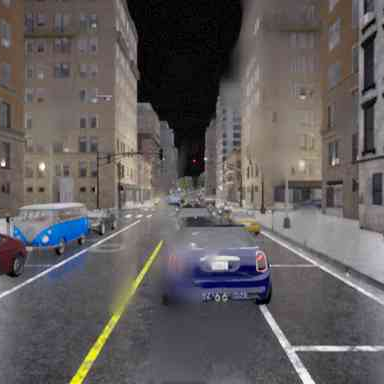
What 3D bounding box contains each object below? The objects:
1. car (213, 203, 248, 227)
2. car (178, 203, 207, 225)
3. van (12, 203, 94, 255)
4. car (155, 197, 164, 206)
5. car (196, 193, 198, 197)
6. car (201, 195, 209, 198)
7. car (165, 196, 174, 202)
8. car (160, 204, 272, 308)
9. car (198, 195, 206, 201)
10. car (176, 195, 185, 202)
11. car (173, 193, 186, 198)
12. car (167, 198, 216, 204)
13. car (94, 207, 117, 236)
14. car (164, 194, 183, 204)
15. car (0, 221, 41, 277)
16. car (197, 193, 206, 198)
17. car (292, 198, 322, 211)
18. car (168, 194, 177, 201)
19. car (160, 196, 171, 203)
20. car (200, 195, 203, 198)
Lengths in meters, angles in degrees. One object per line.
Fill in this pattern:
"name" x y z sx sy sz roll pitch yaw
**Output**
"car" 2.669 1.560 23.833 2.008 1.369 4.403 0 0 0
"car" 0.049 1.574 25.173 1.994 1.385 4.181 0 0 0
"van" -5.376 1.346 13.030 1.690 1.788 3.998 0 0 0
"car" -5.317 1.548 56.229 1.752 1.417 4.829 0 0 0
"car" 2.745 1.343 84.799 2.192 1.841 5.009 0 0 0
"car" 2.701 1.571 50.709 2.008 1.369 4.403 0 0 0
"car" -5.287 1.578 79.124 2.008 1.369 4.403 0 0 0
"car" 0.318 1.355 8.159 2.097 1.767 4.553 0 0 -5
"car" 2.753 1.595 90.481 1.947 1.339 4.313 0 0 0
"car" -2.653 1.551 76.840 1.812 1.442 4.674 0 0 0
"car" -2.692 1.248 66.176 2.150 2.045 5.566 0 0 1
"car" 0.097 1.358 15.512 2.097 1.767 4.553 0 0 0
"car" -5.368 1.558 18.436 2.008 1.369 4.403 0 0 0
"car" -2.778 1.498 50.579 1.882 1.535 5.008 0 0 0
"car" -5.384 1.585 7.623 1.802 1.307 4.206 0 0 0
"car" 2.730 1.466 73.436 1.967 1.590 4.097 0 0 0
"car" 13.973 1.455 38.457 4.674 1.442 1.812 0 0 0
"car" -5.273 1.469 90.487 1.967 1.590 4.097 0 0 0
"car" -5.302 1.591 67.761 1.947 1.339 4.313 0 0 0
"car" 2.708 1.604 56.390 1.802 1.307 4.206 0 0 0
